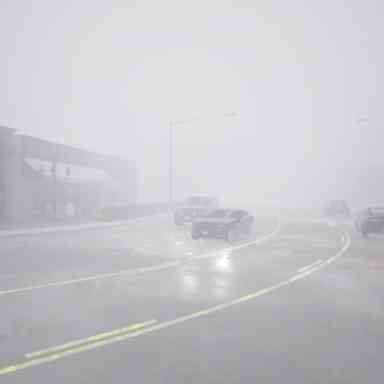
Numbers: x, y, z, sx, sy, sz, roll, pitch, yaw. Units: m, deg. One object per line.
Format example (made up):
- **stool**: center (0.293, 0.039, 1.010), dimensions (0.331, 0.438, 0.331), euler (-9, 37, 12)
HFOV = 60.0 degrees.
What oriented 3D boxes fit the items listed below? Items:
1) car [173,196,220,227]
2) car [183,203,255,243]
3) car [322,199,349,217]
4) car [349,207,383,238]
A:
- **car**: center (0.566, 1.288, 23.267), dimensions (2.150, 2.045, 5.566), euler (0, 0, 18)
- **car**: center (1.711, 1.528, 16.823), dimensions (1.882, 1.535, 5.008), euler (1, 0, 27)
- **car**: center (14.565, 1.491, 33.796), dimensions (2.097, 1.767, 4.553), euler (0, 0, 15)
- **car**: center (10.034, 1.574, 17.984), dimensions (2.128, 1.511, 4.902), euler (0, 0, 21)
